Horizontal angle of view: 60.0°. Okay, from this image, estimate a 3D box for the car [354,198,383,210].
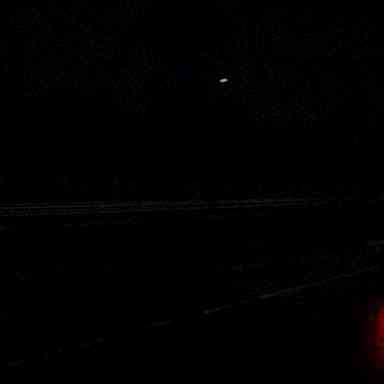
[{"bbox_3d":[19.189,1.363,34.177,5.008,1.535,1.882,0,0,-34],"label":"car"}]

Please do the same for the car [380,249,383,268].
[{"bbox_3d":[6.933,1.593,8.613,4.718,1.301,1.895,0,0,-35],"label":"car"}]

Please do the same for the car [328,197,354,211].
[{"bbox_3d":[17.260,1.360,37.095,5.008,1.535,1.882,-1,0,-34],"label":"car"}]
